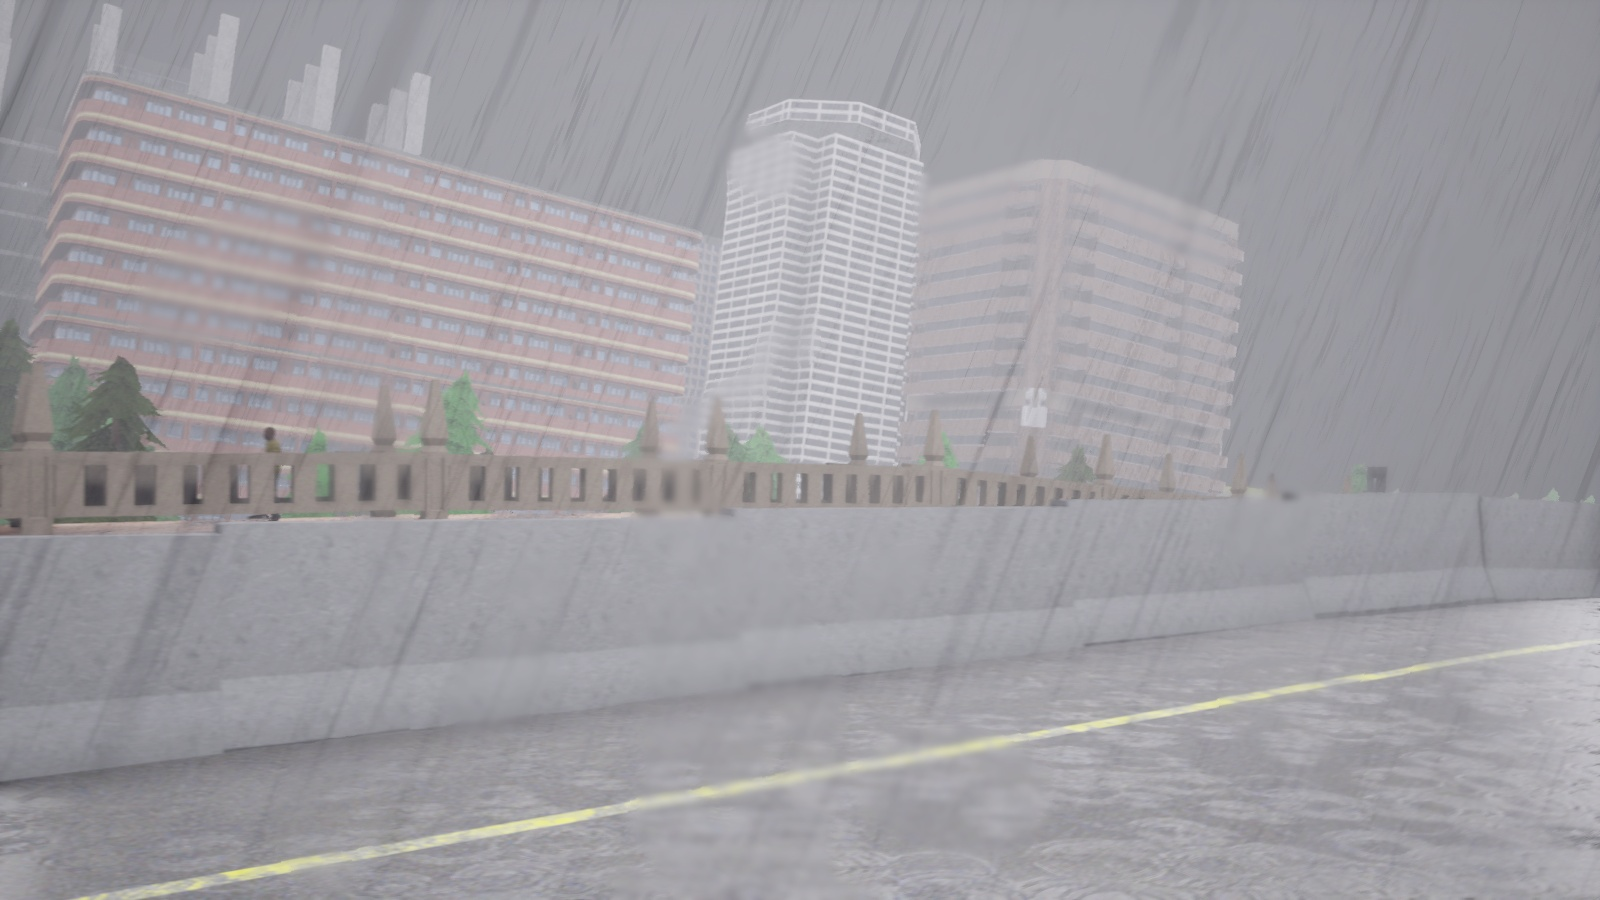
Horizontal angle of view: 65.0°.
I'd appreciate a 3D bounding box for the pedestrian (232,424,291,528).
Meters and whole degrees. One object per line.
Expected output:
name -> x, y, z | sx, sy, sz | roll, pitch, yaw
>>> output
pedestrian -> -9.941, 0.488, 23.200 | 0.726, 1.835, 0.370 | 9, -5, -34
